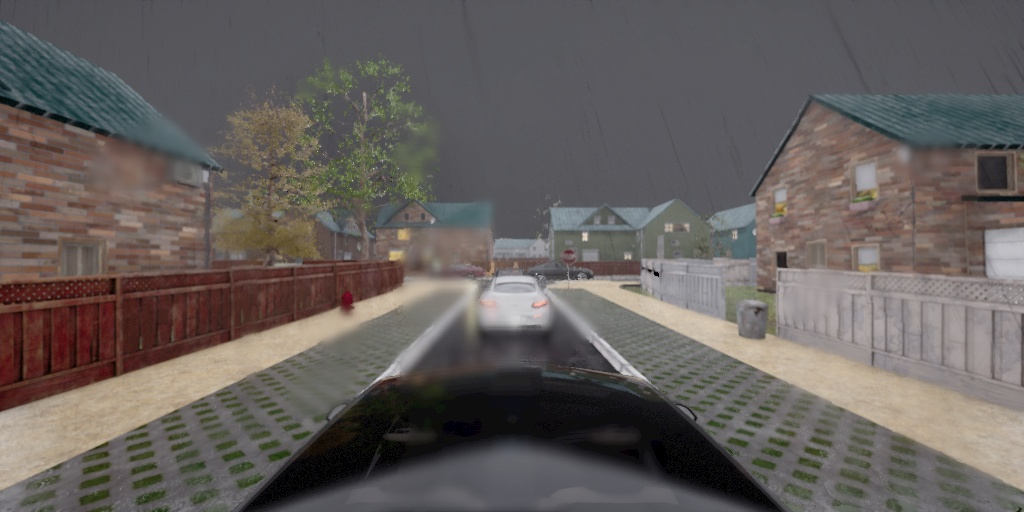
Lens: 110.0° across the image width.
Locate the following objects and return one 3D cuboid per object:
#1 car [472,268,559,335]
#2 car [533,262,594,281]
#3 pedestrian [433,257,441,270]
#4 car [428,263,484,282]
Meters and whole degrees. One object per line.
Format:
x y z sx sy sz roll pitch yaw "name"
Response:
0.079 1.253 10.309 1.812 1.442 4.674 0 0 0 "car"
3.509 1.178 26.340 4.892 1.490 1.837 -1 -1 1 "car"
-6.775 1.027 32.329 0.375 1.860 0.375 0 -1 1 "pedestrian"
-4.528 1.323 29.386 4.674 1.442 1.812 -1 -1 1 "car"
